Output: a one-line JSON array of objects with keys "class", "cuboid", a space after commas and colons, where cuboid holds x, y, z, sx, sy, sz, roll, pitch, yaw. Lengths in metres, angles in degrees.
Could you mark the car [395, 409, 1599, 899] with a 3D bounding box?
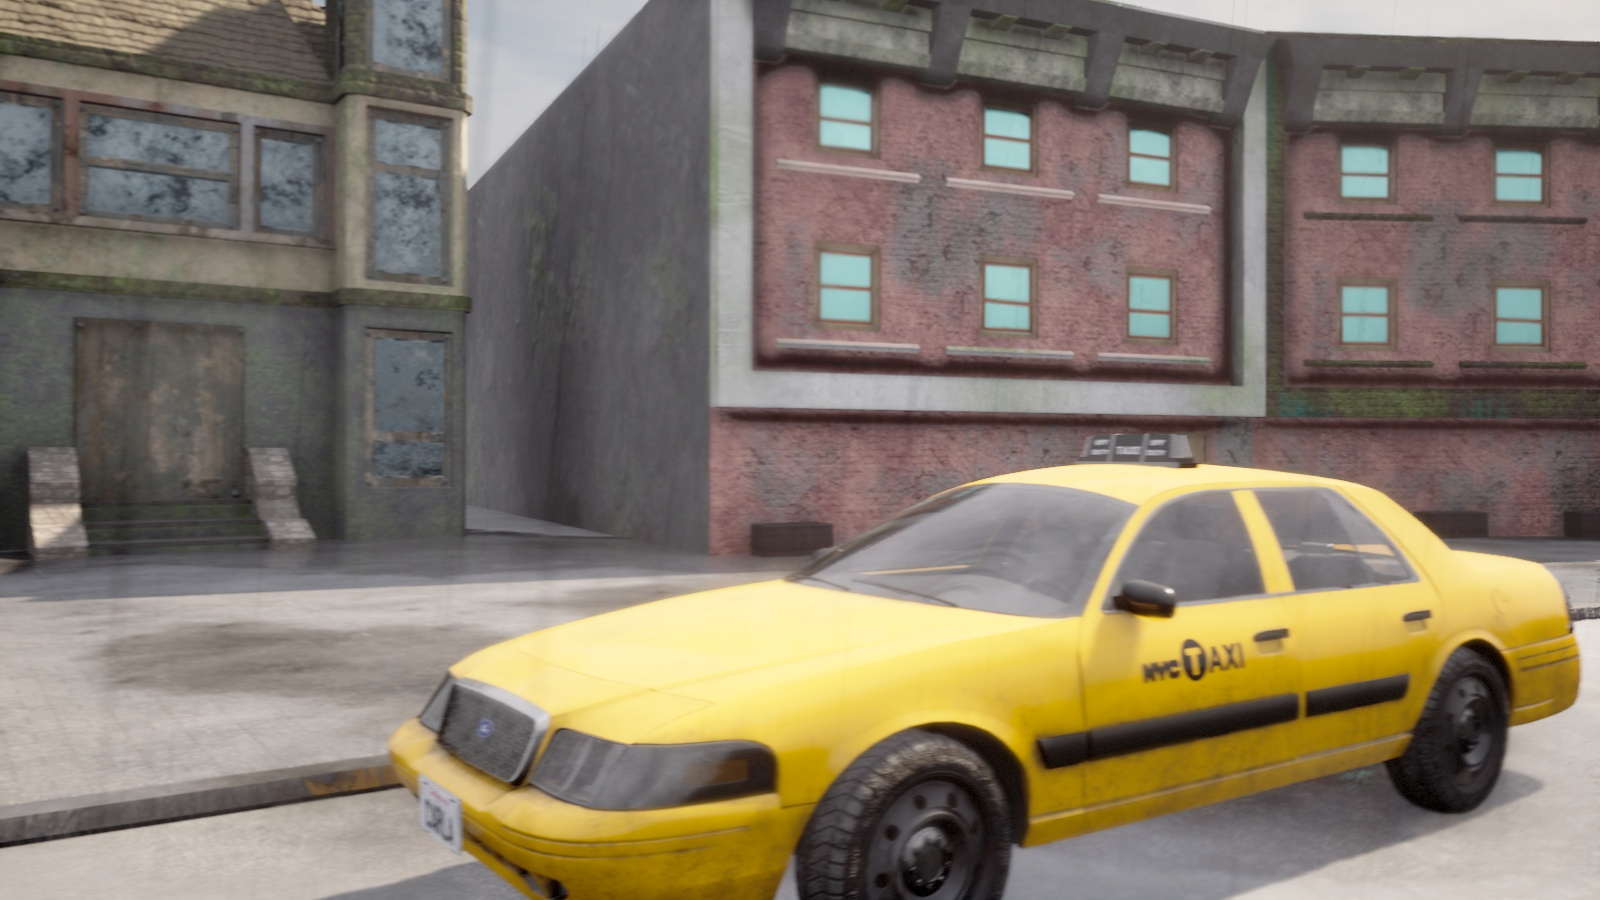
[{"class": "car", "cuboid": [1.291, 0.694, 5.214, 5.366, 1.575, 1.801, 0, 0, -35]}]
